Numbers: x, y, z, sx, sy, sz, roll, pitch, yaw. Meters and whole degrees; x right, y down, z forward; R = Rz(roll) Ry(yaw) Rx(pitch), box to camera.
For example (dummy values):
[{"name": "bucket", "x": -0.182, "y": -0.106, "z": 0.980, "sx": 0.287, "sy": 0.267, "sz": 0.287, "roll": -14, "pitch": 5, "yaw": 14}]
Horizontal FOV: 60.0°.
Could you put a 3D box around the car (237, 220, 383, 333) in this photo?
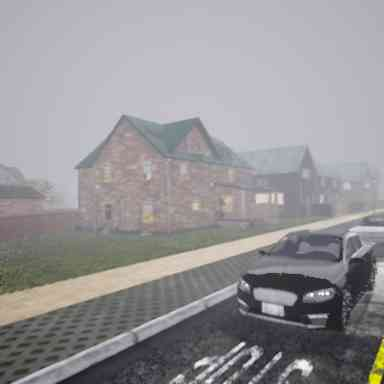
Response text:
[{"name": "car", "x": 2.727, "y": 1.607, "z": 7.251, "sx": 2.128, "sy": 1.511, "sz": 4.902, "roll": -2, "pitch": -2, "yaw": 36}]

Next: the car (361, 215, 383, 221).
[{"name": "car", "x": 8.588, "y": 1.771, "z": 15.194, "sx": 1.895, "sy": 1.301, "sz": 4.718, "roll": -2, "pitch": -2, "yaw": 36}]
